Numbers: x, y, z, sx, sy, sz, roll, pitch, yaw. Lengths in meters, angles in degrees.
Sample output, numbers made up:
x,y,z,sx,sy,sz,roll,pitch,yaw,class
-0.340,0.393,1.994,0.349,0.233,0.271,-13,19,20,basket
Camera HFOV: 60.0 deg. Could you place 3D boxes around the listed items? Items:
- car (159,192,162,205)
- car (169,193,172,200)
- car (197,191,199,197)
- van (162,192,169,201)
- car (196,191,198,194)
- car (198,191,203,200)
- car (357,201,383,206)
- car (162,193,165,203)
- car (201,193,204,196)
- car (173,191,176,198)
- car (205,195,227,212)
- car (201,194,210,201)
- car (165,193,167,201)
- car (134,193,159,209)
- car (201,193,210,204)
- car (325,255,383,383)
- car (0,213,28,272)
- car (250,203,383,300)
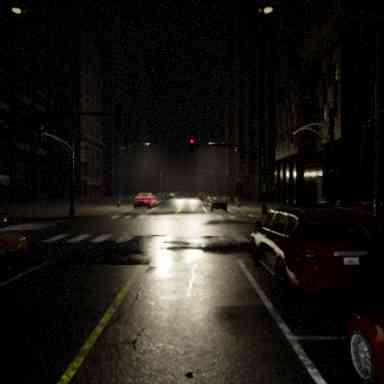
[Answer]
x,y,z,sx,sy,sz,roll,pitch,yaw,class
-5.771,1.148,46.391,1.967,1.590,4.097,0,0,0,car
-5.774,1.013,68.953,1.967,1.590,4.097,0,0,0,car
2.750,0.980,74.603,1.967,1.590,4.097,0,0,0,car
-5.774,0.947,63.312,1.690,1.788,3.998,0,0,0,van
2.749,1.021,85.885,1.887,1.381,4.507,0,0,0,car
2.752,1.045,63.323,1.967,1.590,4.097,0,0,0,car
11.101,1.327,20.196,5.008,1.535,1.882,0,0,0,car
-5.772,1.239,52.033,1.947,1.339,4.313,0,0,0,car
2.753,1.217,52.042,1.887,1.381,4.507,0,0,0,car
-5.776,1.043,85.876,1.947,1.339,4.313,0,0,0,car
2.756,1.327,35.121,2.008,1.369,4.403,0,0,0,car
2.751,1.154,68.964,1.802,1.307,4.206,0,0,0,car
-5.772,1.221,57.672,1.802,1.307,4.206,0,0,0,car
-5.770,1.057,40.749,2.192,1.841,5.009,0,0,0,car
2.754,1.257,46.402,2.008,1.369,4.403,0,0,0,car
2.760,1.565,2.471,1.802,1.307,4.206,0,0,0,car
-5.765,1.474,7.966,1.752,1.417,4.829,0,0,0,car
2.759,1.261,8.146,2.192,1.841,5.009,0,0,0,car
